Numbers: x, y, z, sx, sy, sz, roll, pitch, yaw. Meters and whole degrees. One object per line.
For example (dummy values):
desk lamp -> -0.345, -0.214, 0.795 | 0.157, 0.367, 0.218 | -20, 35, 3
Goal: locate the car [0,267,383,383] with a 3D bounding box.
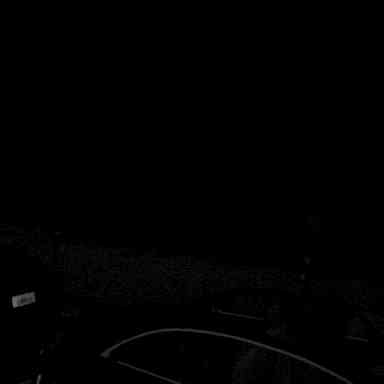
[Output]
car -> 0.389, 1.557, 2.804 | 4.403, 1.369, 2.008 | 0, 0, 35

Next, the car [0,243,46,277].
car -> -4.110, 1.600, 6.009 | 4.313, 1.339, 1.947 | 0, 0, 35
